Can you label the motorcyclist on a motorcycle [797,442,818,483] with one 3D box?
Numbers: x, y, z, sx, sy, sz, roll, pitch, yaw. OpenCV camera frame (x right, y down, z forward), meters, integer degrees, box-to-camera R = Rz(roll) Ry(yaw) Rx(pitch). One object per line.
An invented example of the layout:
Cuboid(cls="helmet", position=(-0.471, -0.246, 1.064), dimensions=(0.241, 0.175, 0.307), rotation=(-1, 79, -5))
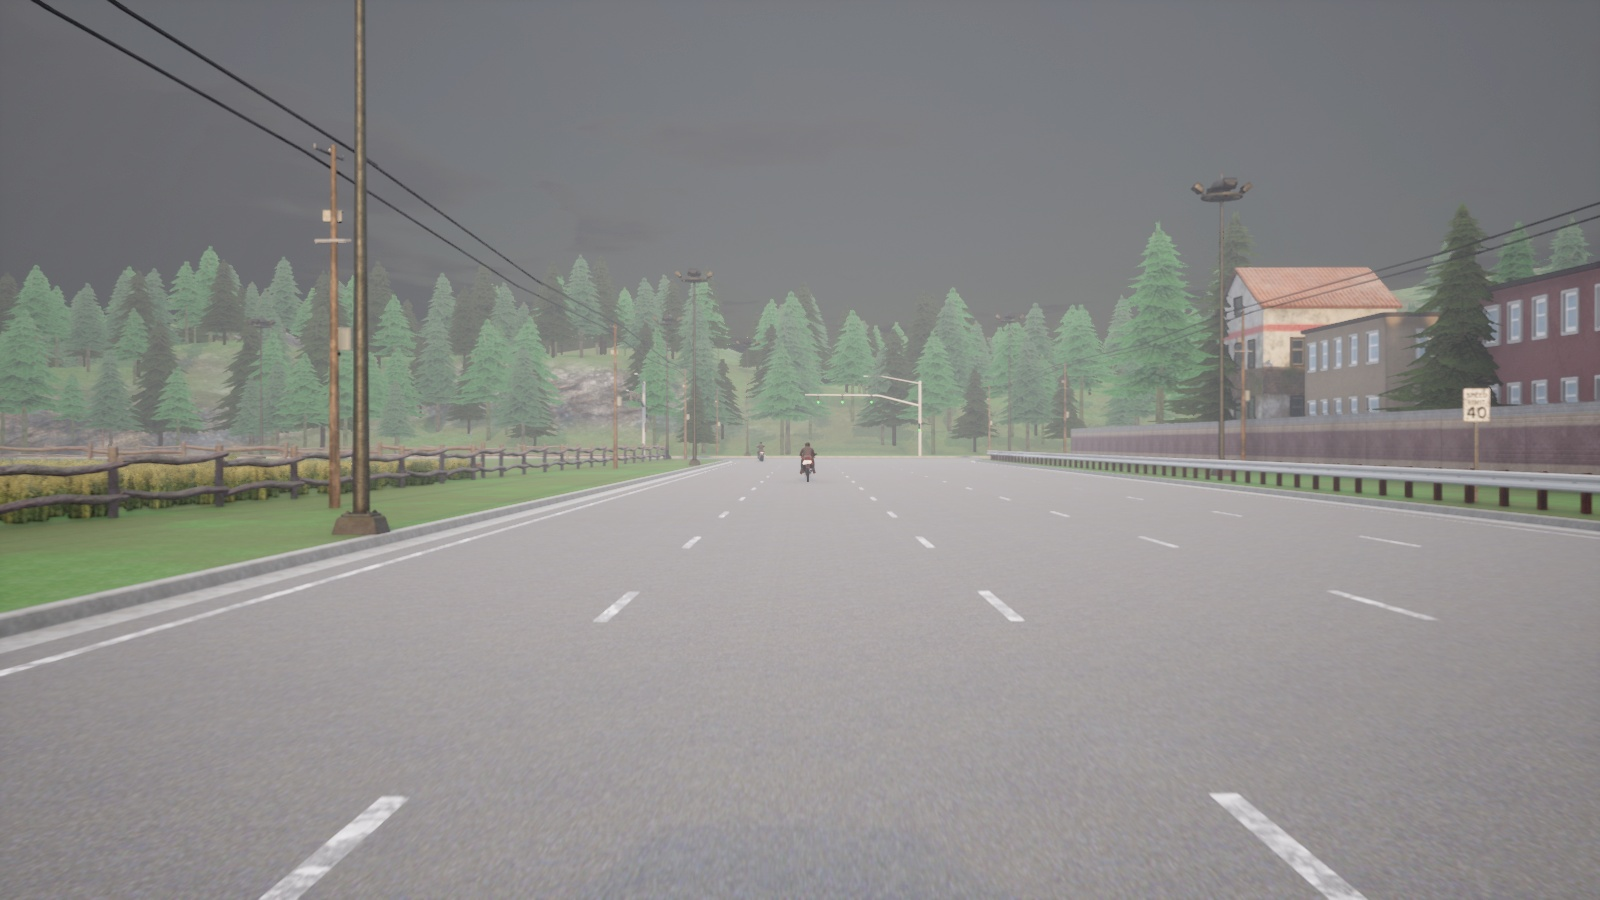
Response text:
Cuboid(cls="motorcyclist on a motorcycle", position=(0.291, 0.457, 48.290), dimensions=(0.797, 1.523, 2.044), rotation=(0, 0, 0))
